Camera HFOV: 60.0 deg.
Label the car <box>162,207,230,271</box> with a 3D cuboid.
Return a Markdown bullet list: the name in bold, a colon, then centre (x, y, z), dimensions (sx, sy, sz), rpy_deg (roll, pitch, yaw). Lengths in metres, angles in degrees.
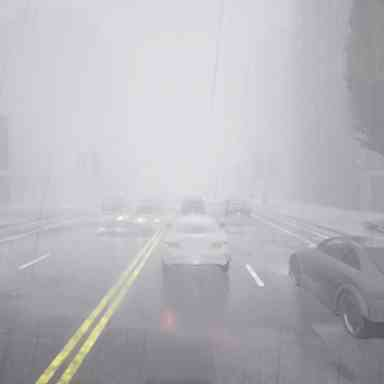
- **car**: centre (0.098, 1.421, 10.427), dimensions (1.812, 1.442, 4.674), rpy_deg (0, 1, 0)

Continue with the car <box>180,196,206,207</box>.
- **car**: centre (0.096, 1.076, 27.433), dimensions (1.837, 1.490, 4.892), rpy_deg (0, 1, 0)

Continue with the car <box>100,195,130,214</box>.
- **car**: centre (-6.595, 1.043, 28.873), dimensions (1.837, 1.490, 4.892), rpy_deg (0, 1, 0)

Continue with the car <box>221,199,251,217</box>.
- **car**: centre (3.345, 1.203, 26.165), dimensions (1.895, 1.301, 4.718), rpy_deg (0, 1, 0)

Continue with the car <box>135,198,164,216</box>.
- **car**: centre (-3.346, 1.151, 26.824), dimensions (1.994, 1.385, 4.181), rpy_deg (0, 1, 0)

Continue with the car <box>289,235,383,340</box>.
- **car**: centre (3.331, 1.508, 6.428), dimensions (1.994, 1.385, 4.181), rpy_deg (0, 1, 0)
